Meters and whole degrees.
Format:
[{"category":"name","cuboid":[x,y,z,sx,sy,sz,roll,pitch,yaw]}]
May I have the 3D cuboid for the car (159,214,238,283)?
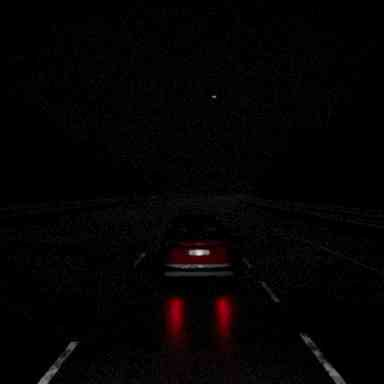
[{"category":"car","cuboid":[0.107,1.416,9.718,2.033,1.649,4.856,0,0,-1]}]
